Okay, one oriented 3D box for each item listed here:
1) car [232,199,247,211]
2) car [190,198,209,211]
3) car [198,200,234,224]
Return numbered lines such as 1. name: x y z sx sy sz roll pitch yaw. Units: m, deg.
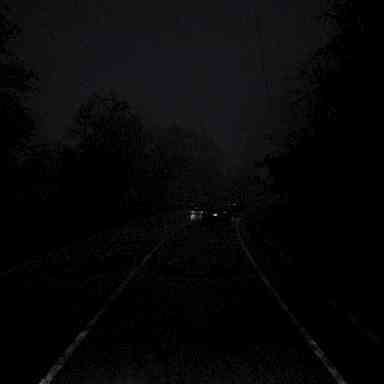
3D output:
1. car: 5.830 1.579 42.387 2.033 1.411 5.357 1 0 17
2. car: 1.294 1.486 39.958 2.033 1.411 5.357 1 0 15
3. car: 1.917 1.561 25.054 1.994 1.385 4.181 1 0 9
